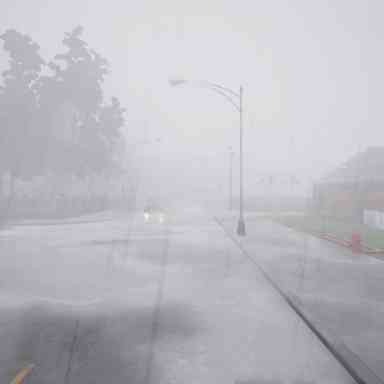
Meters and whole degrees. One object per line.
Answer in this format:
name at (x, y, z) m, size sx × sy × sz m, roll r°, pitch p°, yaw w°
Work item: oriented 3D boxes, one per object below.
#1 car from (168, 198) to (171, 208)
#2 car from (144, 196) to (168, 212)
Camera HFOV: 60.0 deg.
car at (-4.224, 1.352, 48.197) m, size 2.097 × 1.767 × 4.553 m, roll 0°, pitch 0°, yaw 0°
car at (-4.214, 1.352, 37.945) m, size 2.097 × 1.767 × 4.553 m, roll 0°, pitch 0°, yaw 0°
